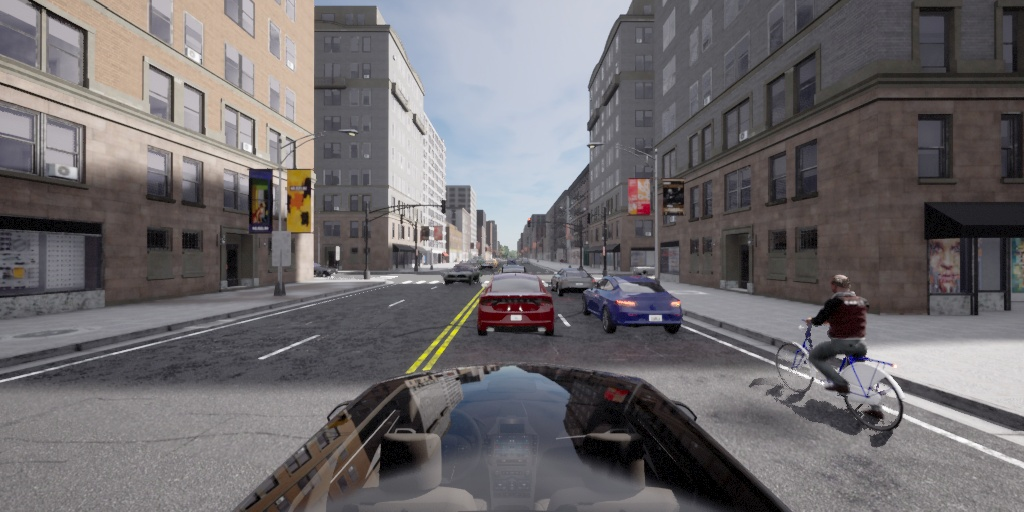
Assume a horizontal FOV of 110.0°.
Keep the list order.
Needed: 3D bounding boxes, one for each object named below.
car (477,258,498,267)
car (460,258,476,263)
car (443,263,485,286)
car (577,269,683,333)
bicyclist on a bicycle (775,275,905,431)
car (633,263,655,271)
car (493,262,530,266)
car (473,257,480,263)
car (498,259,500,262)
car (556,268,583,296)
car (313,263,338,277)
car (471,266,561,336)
[{"bbox_3d":[-3.401,1.368,50.445,1.895,1.301,4.718,0,0,0],"label":"car"},{"bbox_3d":[-6.661,1.368,50.393,1.895,1.301,4.718,0,0,0],"label":"car"},{"bbox_3d":[-3.424,1.357,25.262,1.895,1.301,4.718,0,0,5],"label":"car"},{"bbox_3d":[3.336,1.277,10.622,1.812,1.442,4.674,0,0,0],"label":"car"},{"bbox_3d":[4.142,1.121,4.724,0.659,1.776,1.843,0,0,0],"label":"bicyclist on a bicycle"},{"bbox_3d":[15.010,1.410,37.207,4.718,1.301,1.895,0,0,1],"label":"car"},{"bbox_3d":[0.080,1.259,19.965,1.837,1.490,4.892,0,0,0],"label":"car"},{"bbox_3d":[-6.654,1.275,59.495,1.837,1.490,4.892,0,0,0],"label":"car"},{"bbox_3d":[-3.401,1.247,59.837,1.882,1.535,5.008,0,0,0],"label":"car"},{"bbox_3d":[3.230,1.318,19.221,1.994,1.385,4.181,0,0,0],"label":"car"},{"bbox_3d":[-19.679,1.282,34.346,5.357,1.411,2.033,0,0,0],"label":"car"},{"bbox_3d":[0.091,1.229,10.482,1.882,1.535,5.008,0,0,0],"label":"car"}]
